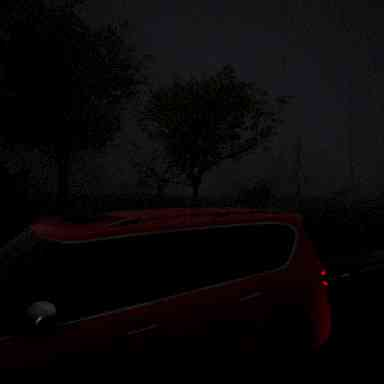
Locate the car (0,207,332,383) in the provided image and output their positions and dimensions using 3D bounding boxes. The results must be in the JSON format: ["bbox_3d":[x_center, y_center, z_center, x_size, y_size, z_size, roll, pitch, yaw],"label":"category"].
[{"bbox_3d":[-0.878,1.221,3.365,5.566,2.045,2.150,0,0,-36],"label":"car"}]
